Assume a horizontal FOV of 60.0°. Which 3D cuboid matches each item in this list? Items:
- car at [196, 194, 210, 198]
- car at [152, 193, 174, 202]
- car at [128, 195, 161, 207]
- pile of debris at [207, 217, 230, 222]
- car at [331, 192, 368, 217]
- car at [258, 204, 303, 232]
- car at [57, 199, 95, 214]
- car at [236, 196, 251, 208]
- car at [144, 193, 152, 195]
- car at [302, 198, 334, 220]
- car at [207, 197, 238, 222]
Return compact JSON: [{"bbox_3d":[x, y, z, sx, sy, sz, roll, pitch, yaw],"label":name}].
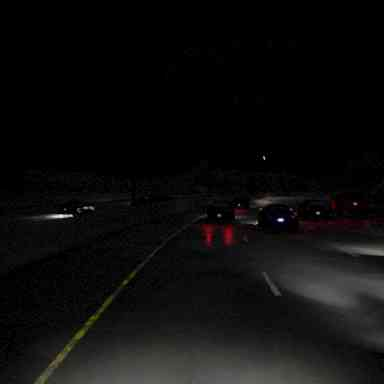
[{"bbox_3d":[2.429,1.017,71.250,1.994,1.385,4.181,0,0,23],"label":"car"},{"bbox_3d":[-5.100,1.183,62.327,1.895,1.301,4.718,0,0,23],"label":"car"},{"bbox_3d":[-5.662,1.335,38.894,1.895,1.301,4.718,0,0,15],"label":"car"},{"bbox_3d":[1.962,2.017,24.432,1.500,0.140,1.860,0,0,10],"label":"pile of debris"},{"bbox_3d":[13.898,1.046,29.736,2.150,2.045,5.566,0,0,13],"label":"car"},{"bbox_3d":[4.956,1.442,19.503,1.994,1.385,4.181,0,0,8],"label":"car"},{"bbox_3d":[-10.909,1.339,31.542,1.994,1.385,4.181,0,0,12],"label":"car"},{"bbox_3d":[6.236,1.240,41.635,1.837,1.490,4.892,0,1,16],"label":"car"},{"bbox_3d":[-8.308,0.919,63.720,2.097,1.767,4.553,0,0,23],"label":"car"},{"bbox_3d":[9.692,1.364,26.682,1.812,1.442,4.674,0,0,11],"label":"car"},{"bbox_3d":[2.199,1.367,24.527,1.812,1.442,4.674,0,0,9],"label":"car"}]
